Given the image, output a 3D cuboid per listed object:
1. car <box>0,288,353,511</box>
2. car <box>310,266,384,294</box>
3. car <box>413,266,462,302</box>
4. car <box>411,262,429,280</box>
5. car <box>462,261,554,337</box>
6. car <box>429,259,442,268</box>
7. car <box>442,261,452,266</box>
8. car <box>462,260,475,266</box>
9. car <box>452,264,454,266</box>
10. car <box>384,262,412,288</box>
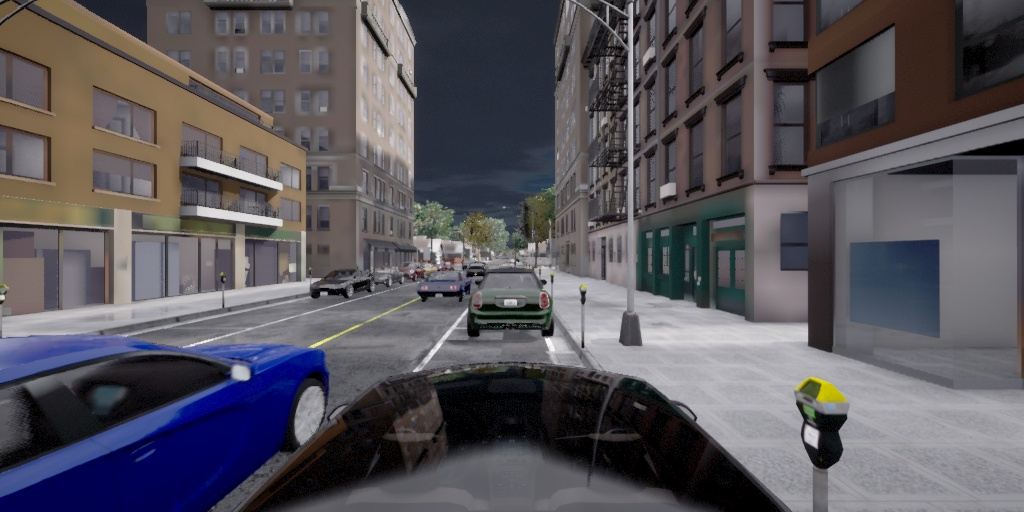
[{"bbox_3d":[-3.020,1.227,2.114,1.882,1.535,5.008,0,0,0],"label":"car"},{"bbox_3d":[-8.408,1.316,18.201,1.948,1.339,4.313,0,0,0],"label":"car"},{"bbox_3d":[-3.018,1.351,17.110,1.895,1.301,4.718,0,0,0],"label":"car"},{"bbox_3d":[-8.408,1.195,29.238,1.967,1.591,4.097,0,0,0],"label":"car"},{"bbox_3d":[-0.033,1.102,10.470,2.097,1.767,4.553,0,0,0],"label":"car"},{"bbox_3d":[-8.408,1.285,34.586,1.751,1.417,4.829,0,0,0],"label":"car"},{"bbox_3d":[-8.408,1.203,40.275,1.967,1.591,4.097,0,0,0],"label":"car"},{"bbox_3d":[-3.015,1.265,32.296,1.837,1.490,4.892,0,0,0],"label":"car"},{"bbox_3d":[-8.408,1.350,45.794,1.802,1.307,4.207,0,0,0],"label":"car"},{"bbox_3d":[-8.408,1.302,23.719,2.007,1.370,4.403,0,0,0],"label":"car"}]
